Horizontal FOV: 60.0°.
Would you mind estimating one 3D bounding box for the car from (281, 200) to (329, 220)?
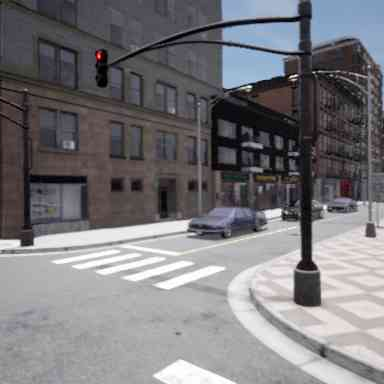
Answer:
[{"bbox_3d":[8.432,1.322,25.160,1.837,1.490,4.892,0,0,39],"label":"car"}]

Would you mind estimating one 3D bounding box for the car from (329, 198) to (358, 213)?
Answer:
[{"bbox_3d":[15.140,1.285,33.390,2.033,1.411,5.357,0,0,39],"label":"car"}]

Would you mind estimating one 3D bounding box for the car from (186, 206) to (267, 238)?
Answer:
[{"bbox_3d":[2.007,1.444,17.272,2.033,1.411,5.357,0,0,39],"label":"car"}]
